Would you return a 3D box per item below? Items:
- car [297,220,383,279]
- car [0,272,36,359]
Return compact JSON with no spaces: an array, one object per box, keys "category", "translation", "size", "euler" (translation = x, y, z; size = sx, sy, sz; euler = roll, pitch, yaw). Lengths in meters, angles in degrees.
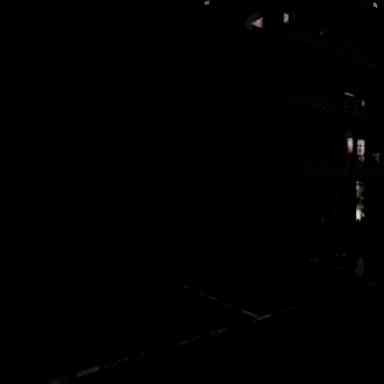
[{"category":"car","translation":[5.074,1.590,10.188],"size":[4.507,1.381,1.887],"euler":[0,-1,-35]},{"category":"car","translation":[-4.185,1.539,3.588],"size":[4.507,1.381,1.887],"euler":[0,-1,-35]}]
